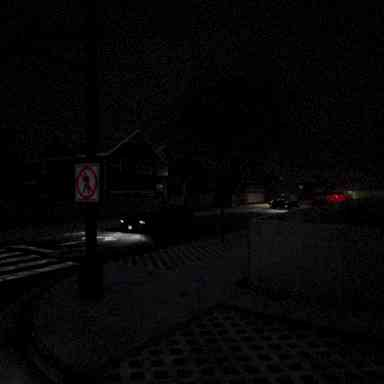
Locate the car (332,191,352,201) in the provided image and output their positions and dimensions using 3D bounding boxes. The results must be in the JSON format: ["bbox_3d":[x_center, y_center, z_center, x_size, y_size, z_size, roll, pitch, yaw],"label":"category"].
[{"bbox_3d":[21.892,0.800,48.705,2.150,2.045,5.566,0,1,38],"label":"car"}]

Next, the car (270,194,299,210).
[{"bbox_3d":[10.473,1.059,37.489,2.097,1.767,4.553,0,1,34],"label":"car"}]

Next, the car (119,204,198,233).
[{"bbox_3d":[-1.731,1.432,19.406,2.033,1.411,5.357,0,1,34],"label":"car"}]

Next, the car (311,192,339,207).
[{"bbox_3d":[16.044,1.144,40.542,1.882,1.535,5.008,0,1,35],"label":"car"}]
